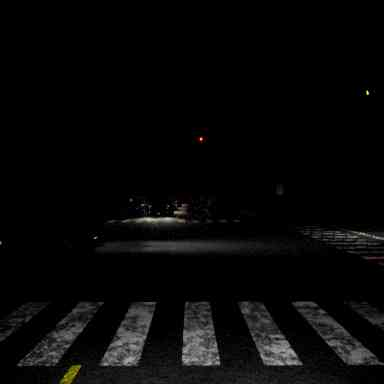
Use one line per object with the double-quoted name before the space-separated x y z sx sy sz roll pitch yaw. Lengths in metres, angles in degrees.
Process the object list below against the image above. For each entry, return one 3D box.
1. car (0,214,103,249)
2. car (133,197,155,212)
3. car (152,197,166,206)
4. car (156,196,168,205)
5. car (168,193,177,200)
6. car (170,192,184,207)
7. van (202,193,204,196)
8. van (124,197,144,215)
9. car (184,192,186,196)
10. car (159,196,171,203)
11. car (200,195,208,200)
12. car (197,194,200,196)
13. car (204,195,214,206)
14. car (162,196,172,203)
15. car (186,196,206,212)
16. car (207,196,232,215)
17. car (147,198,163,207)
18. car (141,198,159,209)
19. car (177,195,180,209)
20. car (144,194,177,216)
"car" -6.249 1.594 13.863 4.718 1.301 1.895 0 0 0
"car" -5.619 1.443 39.041 1.967 1.590 4.097 0 0 0
"car" -5.512 1.569 56.045 1.947 1.339 4.313 0 0 0
"car" -5.478 1.527 61.543 1.752 1.417 4.829 0 0 0
"car" -5.299 1.307 90.055 2.192 1.841 5.009 0 0 0
"car" -2.772 1.225 52.136 2.150 2.045 5.566 0 0 1
"van" 3.013 1.344 55.998 1.690 1.788 3.998 0 0 0
"van" -5.654 1.343 33.372 1.690 1.788 3.998 0 0 0
"car" -2.666 1.354 62.362 2.097 1.767 4.553 0 0 1
"car" -5.441 1.567 67.382 1.947 1.339 4.313 0 0 0
"car" 3.226 1.558 90.013 1.947 1.339 4.313 0 0 0
"car" 0.521 1.565 67.841 1.994 1.385 4.181 0 0 0
"car" 2.942 1.443 44.659 1.967 1.590 4.097 0 0 0
"car" -5.406 1.543 73.049 1.887 1.381 4.507 0 0 0
"car" 0.350 1.528 37.858 1.812 1.442 4.674 0 0 0
"car" 2.871 1.442 33.321 1.967 1.590 4.097 0 0 0
"car" -5.548 1.585 50.377 1.802 1.307 4.206 0 0 0
"car" -5.583 1.569 44.709 1.947 1.339 4.313 0 0 0
"car" -2.840 1.481 42.009 1.882 1.535 5.008 0 0 1
"car" -2.944 1.354 32.071 2.097 1.767 4.553 0 0 2
